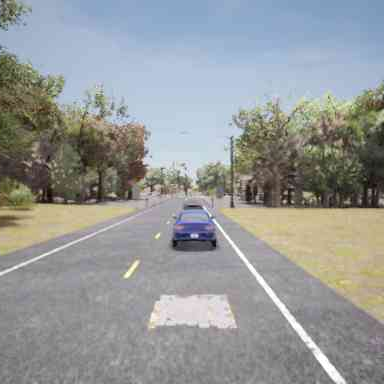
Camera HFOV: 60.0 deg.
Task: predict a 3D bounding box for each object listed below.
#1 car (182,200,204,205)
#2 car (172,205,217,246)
[{"bbox_3d":[0.098,1.505,32.132,1.837,1.490,4.892,0,0,0],"label":"car"},{"bbox_3d":[0.099,1.526,15.117,1.812,1.442,4.674,0,0,0],"label":"car"}]
